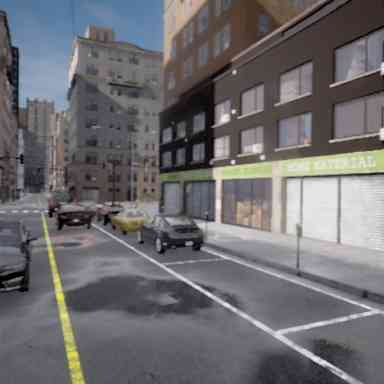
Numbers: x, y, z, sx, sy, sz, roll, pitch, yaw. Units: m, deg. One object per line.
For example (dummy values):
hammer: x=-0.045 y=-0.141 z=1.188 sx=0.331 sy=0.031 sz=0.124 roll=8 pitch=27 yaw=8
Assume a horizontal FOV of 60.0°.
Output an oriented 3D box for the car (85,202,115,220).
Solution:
car: x=-8.052 y=1.561 z=28.826 sx=1.802 sy=1.307 sz=4.206 roll=0 pitch=0 yaw=-25

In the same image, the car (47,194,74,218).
car: x=-11.870 y=1.170 z=30.252 sx=2.150 sy=2.045 sz=5.566 roll=1 pitch=0 yaw=-25

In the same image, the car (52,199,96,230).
car: x=-7.575 y=1.449 z=21.076 sx=1.882 sy=1.535 sz=5.008 roll=1 pitch=0 yaw=-24

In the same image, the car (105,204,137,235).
car: x=-3.430 y=1.529 z=18.842 sx=1.752 sy=1.417 sz=4.829 roll=0 pitch=0 yaw=-25

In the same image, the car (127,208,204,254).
car: x=-1.012 y=1.567 z=13.619 sx=2.008 sy=1.369 sz=4.403 roll=0 pitch=0 yaw=-25

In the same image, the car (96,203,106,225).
car: x=-5.705 y=1.558 z=23.757 sx=1.947 sy=1.339 sz=4.313 roll=0 pitch=0 yaw=-25

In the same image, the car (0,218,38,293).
car: x=-5.110 y=1.464 z=8.510 sx=2.128 sy=1.511 sz=4.902 roll=1 pitch=0 yaw=-25
